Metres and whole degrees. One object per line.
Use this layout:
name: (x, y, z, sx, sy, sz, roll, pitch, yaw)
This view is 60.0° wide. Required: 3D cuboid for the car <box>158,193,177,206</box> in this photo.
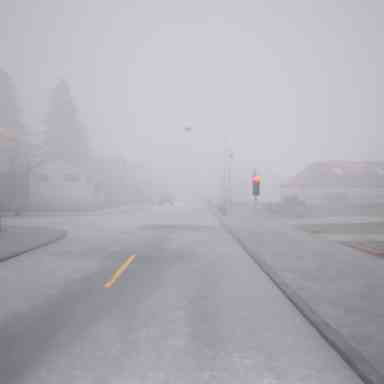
car: (-4.068, 1.123, 52.706, 2.150, 2.045, 5.566, 0, 0, 0)
